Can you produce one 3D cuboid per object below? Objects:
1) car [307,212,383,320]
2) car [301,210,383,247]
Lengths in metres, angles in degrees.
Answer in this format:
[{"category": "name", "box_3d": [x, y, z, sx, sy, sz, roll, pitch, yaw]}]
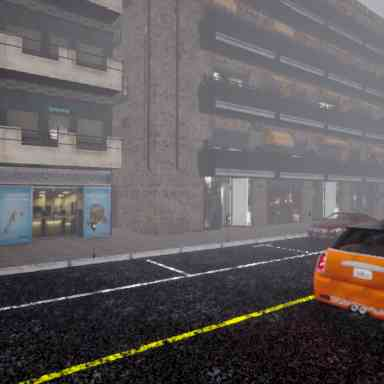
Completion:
[{"category": "car", "box_3d": [4.509, 1.352, 6.650, 4.553, 1.767, 2.097, 0, 0, -36]}, {"category": "car", "box_3d": [7.172, 1.583, 15.538, 4.206, 1.307, 1.802, 0, 0, -35]}]
